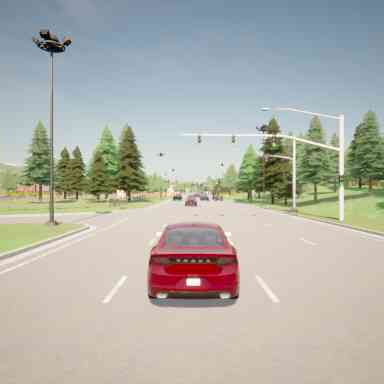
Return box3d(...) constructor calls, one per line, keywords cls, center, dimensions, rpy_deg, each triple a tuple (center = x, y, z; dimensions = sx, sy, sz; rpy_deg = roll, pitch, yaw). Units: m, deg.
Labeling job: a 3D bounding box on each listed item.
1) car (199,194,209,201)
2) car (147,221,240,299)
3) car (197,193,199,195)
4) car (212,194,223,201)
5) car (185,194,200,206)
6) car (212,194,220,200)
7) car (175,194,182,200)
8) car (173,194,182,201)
box3d(cls="car", center=(3.266, 1.516, 84.138), dimensions=(1.812, 1.442, 4.674), rpy_deg=(0, 0, 0))
box3d(cls="car", center=(0.040, 1.478, 8.496), dimensions=(1.882, 1.535, 5.008), rpy_deg=(0, 0, 0))
box3d(cls="car", center=(3.238, 1.357, 94.141), dimensions=(2.128, 1.511, 4.902), rpy_deg=(0, 0, 0))
box3d(cls="car", center=(6.767, 1.516, 83.731), dimensions=(2.128, 1.511, 4.902), rpy_deg=(0, 0, 0))
box3d(cls="car", center=(-0.147, 1.525, 53.098), dimensions=(1.812, 1.442, 4.674), rpy_deg=(0, 0, 0))
box3d(cls="car", center=(6.738, 1.372, 94.151), dimensions=(2.033, 1.411, 5.357), rpy_deg=(0, 0, 0))
box3d(cls="car", center=(-3.762, 1.310, 94.121), dimensions=(1.882, 1.535, 5.008), rpy_deg=(0, 0, 0))
box3d(cls="car", center=(-3.733, 1.469, 83.702), dimensions=(1.882, 1.535, 5.008), rpy_deg=(0, 0, 0))
